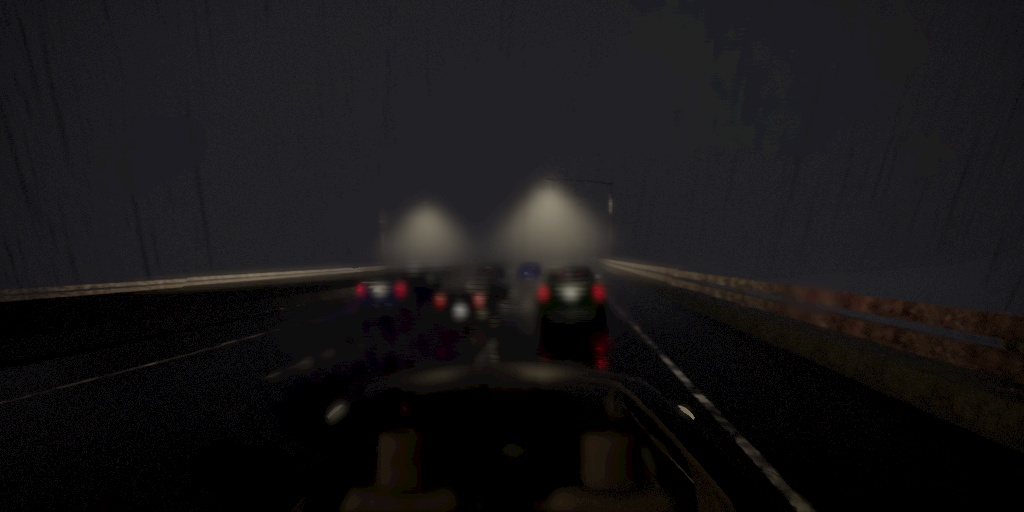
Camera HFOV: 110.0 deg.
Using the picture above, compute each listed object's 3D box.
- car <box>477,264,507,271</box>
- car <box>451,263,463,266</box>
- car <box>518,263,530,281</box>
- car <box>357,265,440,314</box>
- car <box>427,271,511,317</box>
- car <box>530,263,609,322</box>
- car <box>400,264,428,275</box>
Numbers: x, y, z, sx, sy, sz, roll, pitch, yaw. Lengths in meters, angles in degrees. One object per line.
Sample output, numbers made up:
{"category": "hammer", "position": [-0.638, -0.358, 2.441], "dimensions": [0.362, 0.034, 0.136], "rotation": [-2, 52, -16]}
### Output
{"category": "car", "position": [-1.689, 1.431, 31.909], "dimensions": [1.882, 1.535, 5.008], "rotation": [-2, 0, 10]}
{"category": "car", "position": [-8.368, 1.842, 54.624], "dimensions": [1.812, 1.442, 4.674], "rotation": [-2, 0, 11]}
{"category": "car", "position": [1.762, 1.308, 31.340], "dimensions": [1.882, 1.535, 5.008], "rotation": [-2, 0, 10]}
{"category": "car", "position": [-4.535, 1.319, 15.364], "dimensions": [2.097, 1.767, 4.553], "rotation": [-2, 0, 10]}
{"category": "car", "position": [-1.272, 1.447, 13.651], "dimensions": [1.895, 1.301, 4.718], "rotation": [-2, 0, 10]}
{"category": "car", "position": [2.024, 1.079, 12.233], "dimensions": [2.097, 1.767, 4.553], "rotation": [-2, 0, 10]}
{"category": "car", "position": [-15.225, 2.110, 55.958], "dimensions": [2.033, 1.411, 5.357], "rotation": [-2, 0, 11]}
